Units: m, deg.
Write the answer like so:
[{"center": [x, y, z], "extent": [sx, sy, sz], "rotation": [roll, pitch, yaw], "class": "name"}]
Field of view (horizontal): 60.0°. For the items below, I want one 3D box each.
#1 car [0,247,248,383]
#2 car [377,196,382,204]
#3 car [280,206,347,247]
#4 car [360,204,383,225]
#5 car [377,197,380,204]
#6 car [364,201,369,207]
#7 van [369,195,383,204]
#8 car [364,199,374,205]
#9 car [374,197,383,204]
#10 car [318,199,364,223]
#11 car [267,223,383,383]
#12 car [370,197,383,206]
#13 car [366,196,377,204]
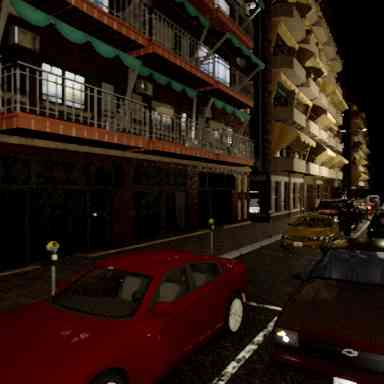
[{"center": [-0.712, 1.544, 4.534], "extent": [1.887, 1.381, 4.507], "rotation": [0, 0, 32], "class": "car"}, {"center": [22.541, 1.554, 42.138], "extent": [1.887, 1.381, 4.507], "rotation": [0, 0, 32], "class": "car"}, {"center": [5.012, 1.523, 13.791], "extent": [1.752, 1.417, 4.829], "rotation": [0, 0, 32], "class": "car"}, {"center": [9.822, 1.545, 16.443], "extent": [2.033, 1.411, 5.357], "rotation": [0, 0, 32], "class": "car"}, {"center": [19.635, 1.571, 37.437], "extent": [1.947, 1.339, 4.313], "rotation": [0, 0, 32], "class": "car"}, {"center": [10.916, 1.549, 23.336], "extent": [2.008, 1.369, 4.403], "rotation": [0, 0, 32], "class": "car"}, {"center": [25.447, 1.355, 46.840], "extent": [1.690, 1.788, 3.998], "rotation": [0, 0, 32], "class": "van"}, {"center": [13.822, 1.551, 28.037], "extent": [2.008, 1.369, 4.403], "rotation": [0, 0, 32], "class": "car"}, {"center": [37.075, 1.604, 65.640], "extent": [1.947, 1.339, 4.313], "rotation": [0, 0, 32], "class": "car"}, {"center": [8.007, 1.313, 18.636], "extent": [2.192, 1.841, 5.009], "rotation": [0, 0, 32], "class": "car"}, {"center": [2.982, 1.546, 5.565], "extent": [2.033, 1.411, 5.357], "rotation": [0, 0, 32], "class": "car"}, {"center": [31.261, 1.607, 56.239], "extent": [1.802, 1.307, 4.206], "rotation": [0, 0, 32], "class": "car"}, {"center": [16.727, 1.442, 32.737], "extent": [1.967, 1.590, 4.097], "rotation": [0, 0, 32], "class": "car"}]
